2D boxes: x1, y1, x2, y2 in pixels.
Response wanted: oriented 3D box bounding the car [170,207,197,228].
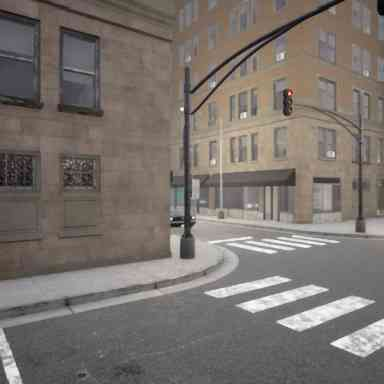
[{"bbox_3d":[-1.760,1.502,19.830,1.895,1.301,4.718,0,0,-36],"label":"car"}]
